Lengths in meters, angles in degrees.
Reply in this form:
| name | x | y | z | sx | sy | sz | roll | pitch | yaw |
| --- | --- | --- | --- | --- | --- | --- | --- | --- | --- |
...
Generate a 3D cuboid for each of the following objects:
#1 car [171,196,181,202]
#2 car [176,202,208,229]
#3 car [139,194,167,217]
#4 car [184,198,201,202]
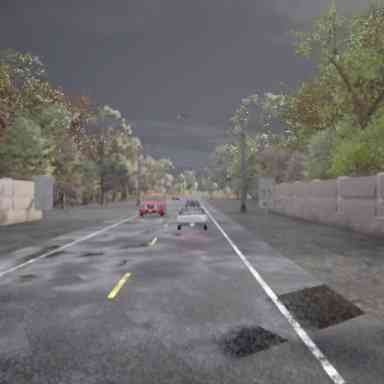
| name | x | y | z | sx | sy | sz | roll | pitch | yaw |
| --- | --- | --- | --- | --- | --- | --- | --- | --- | --- |
| car | -3.504 | 1.534 | 72.808 | 1.895 | 1.301 | 4.718 | 0 | 0 | 0 |
| car | 0.024 | 1.611 | 21.710 | 1.895 | 1.301 | 4.718 | -1 | 0 | 1 |
| car | -3.594 | 1.235 | 31.526 | 2.150 | 2.045 | 5.566 | 0 | 0 | 0 |
| car | 0.085 | 1.524 | 42.493 | 1.837 | 1.490 | 4.892 | 0 | 0 | 0 |
